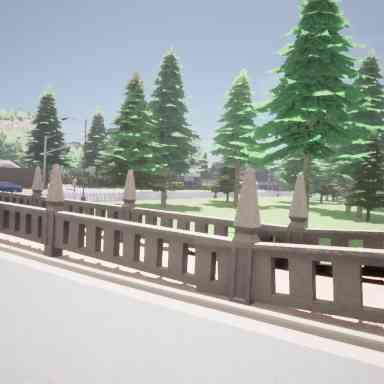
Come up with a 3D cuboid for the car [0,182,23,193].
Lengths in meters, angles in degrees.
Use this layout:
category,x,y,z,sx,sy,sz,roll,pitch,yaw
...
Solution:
category,x,y,z,sx,sy,sz,roll,pitch,yaw
car,-21.373,-0.399,36.977,1.812,1.442,4.674,4,2,37
